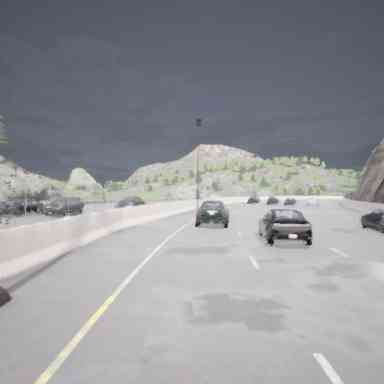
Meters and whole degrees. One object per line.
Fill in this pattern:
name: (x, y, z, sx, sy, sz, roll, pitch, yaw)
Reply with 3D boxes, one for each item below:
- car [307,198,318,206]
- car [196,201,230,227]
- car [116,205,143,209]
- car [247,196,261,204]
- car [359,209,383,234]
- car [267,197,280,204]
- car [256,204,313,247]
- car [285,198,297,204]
car: (22.426, 1.772, 61.885, 1.812, 1.442, 4.674, 0, 0, 22)
car: (1.522, 1.367, 22.916, 2.097, 1.767, 4.553, 1, 0, 8)
car: (-6.863, 1.271, 37.228, 2.097, 1.767, 4.553, 1, 0, 12)
car: (11.953, 1.632, 63.939, 1.837, 1.490, 4.892, 0, 0, 22)
car: (11.744, 1.694, 20.046, 1.994, 1.385, 4.181, 1, 0, 7)
car: (15.525, 1.673, 63.438, 1.837, 1.490, 4.892, 0, 0, 22)
car: (4.228, 1.537, 15.540, 2.128, 1.511, 4.902, 0, 0, 5)
car: (18.701, 1.751, 62.769, 2.033, 1.411, 5.357, 1, 0, 24)
